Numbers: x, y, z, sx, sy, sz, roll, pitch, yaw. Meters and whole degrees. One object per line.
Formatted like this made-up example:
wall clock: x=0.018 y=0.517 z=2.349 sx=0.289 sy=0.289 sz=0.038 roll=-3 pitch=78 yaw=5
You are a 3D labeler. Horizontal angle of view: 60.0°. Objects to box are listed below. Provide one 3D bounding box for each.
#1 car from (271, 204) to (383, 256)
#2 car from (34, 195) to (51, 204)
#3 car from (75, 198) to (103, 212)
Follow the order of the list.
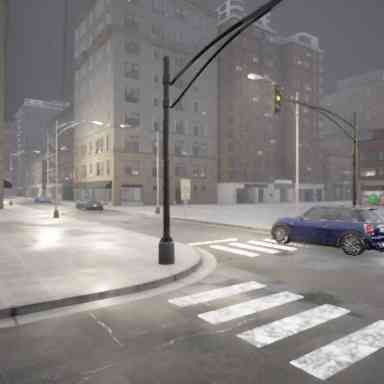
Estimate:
car: x=5.386 y=1.315 z=13.295 sx=2.097 sy=1.767 sz=4.553 roll=0 pitch=0 yaw=-36
car: x=-25.203 y=1.263 z=56.103 sx=2.033 sy=1.411 sz=5.357 roll=0 pitch=0 yaw=-36
car: x=-11.410 y=1.386 z=36.799 sx=1.994 sy=1.385 sz=4.181 roll=0 pitch=0 yaw=-36
